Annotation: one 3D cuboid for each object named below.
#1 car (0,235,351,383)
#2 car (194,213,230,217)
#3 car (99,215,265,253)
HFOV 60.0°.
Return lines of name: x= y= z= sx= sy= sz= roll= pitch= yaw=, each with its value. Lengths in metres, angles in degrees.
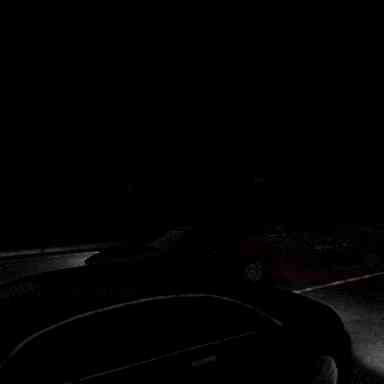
car: x=-0.439 y=1.488 z=3.190 sx=4.892 sy=1.490 sz=1.837 roll=0 pitch=0 yaw=-34
car: x=0.715 y=1.487 z=12.492 sx=4.181 sy=1.385 sz=1.994 roll=0 pitch=0 yaw=-30
car: x=-0.133 y=1.481 z=7.849 sx=4.674 sy=1.442 sz=1.812 roll=0 pitch=0 yaw=-32
